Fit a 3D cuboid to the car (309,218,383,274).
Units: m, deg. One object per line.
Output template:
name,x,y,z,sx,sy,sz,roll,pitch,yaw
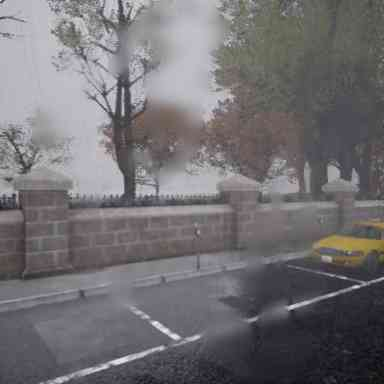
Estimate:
car,5.697,1.528,10.622,4.829,1.417,1.752,0,0,-35
